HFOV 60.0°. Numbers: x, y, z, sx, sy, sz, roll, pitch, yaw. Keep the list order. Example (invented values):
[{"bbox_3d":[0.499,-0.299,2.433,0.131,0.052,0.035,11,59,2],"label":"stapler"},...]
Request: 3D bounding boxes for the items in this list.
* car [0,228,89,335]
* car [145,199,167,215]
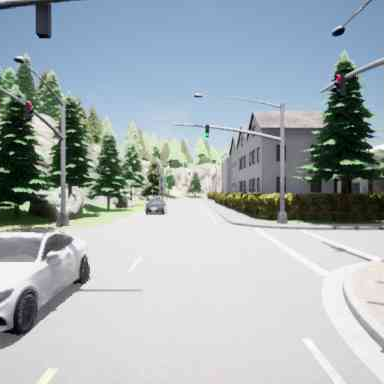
[{"bbox_3d":[-3.510,1.520,6.820,1.812,1.442,4.674,0,0,0],"label":"car"},{"bbox_3d":[-3.545,1.460,33.190,2.128,1.511,4.902,0,0,0],"label":"car"}]
